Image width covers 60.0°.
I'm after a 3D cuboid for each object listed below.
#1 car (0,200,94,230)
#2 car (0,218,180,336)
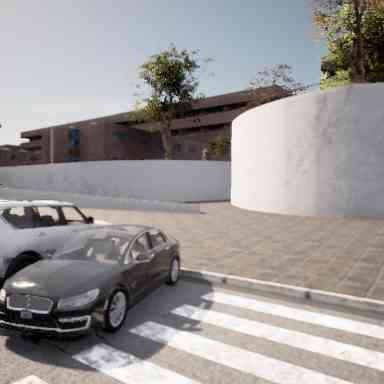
[{"bbox_3d":[-4.086,1.216,8.748,2.435,2.045,5.566,0,-1,15],"label":"car"},{"bbox_3d":[-1.654,1.476,6.990,2.231,1.521,4.892,1,-1,15],"label":"car"}]
